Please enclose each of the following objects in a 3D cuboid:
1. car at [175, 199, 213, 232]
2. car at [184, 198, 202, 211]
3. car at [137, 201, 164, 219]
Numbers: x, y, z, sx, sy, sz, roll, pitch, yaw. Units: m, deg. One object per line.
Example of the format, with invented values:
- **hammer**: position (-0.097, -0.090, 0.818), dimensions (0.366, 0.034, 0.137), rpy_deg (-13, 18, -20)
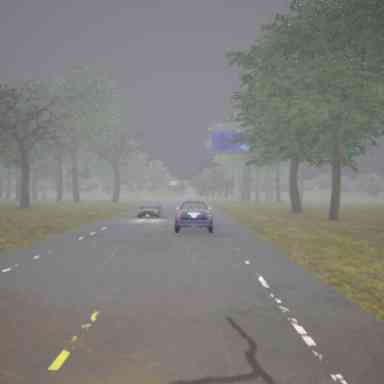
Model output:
- **car**: position (0.102, 1.285, 19.741), dimensions (2.097, 1.767, 4.553), rpy_deg (0, 0, 0)
- **car**: position (0.106, 1.453, 39.202), dimensions (1.994, 1.385, 4.181), rpy_deg (0, 0, 0)
- **car**: position (-3.493, 1.457, 28.759), dimensions (2.033, 1.411, 5.357), rpy_deg (0, 0, 0)
